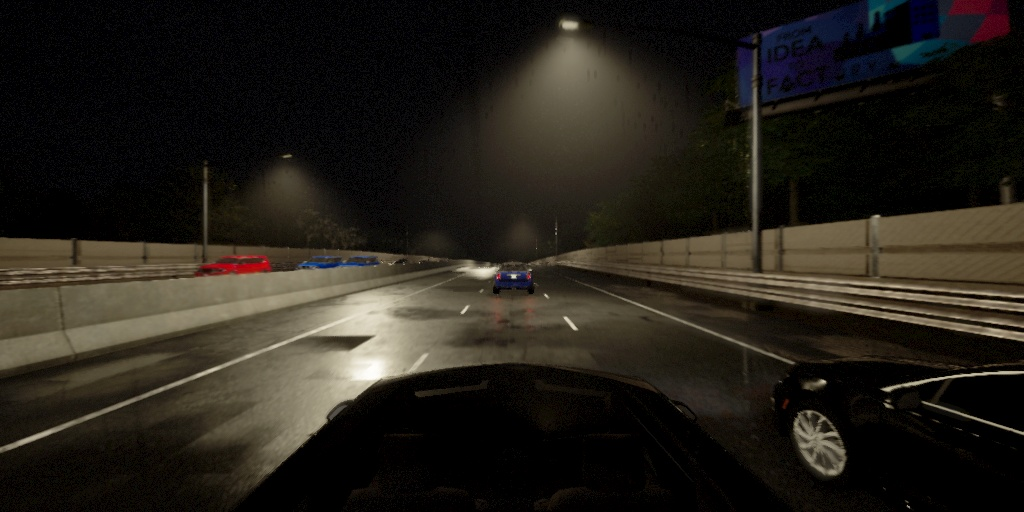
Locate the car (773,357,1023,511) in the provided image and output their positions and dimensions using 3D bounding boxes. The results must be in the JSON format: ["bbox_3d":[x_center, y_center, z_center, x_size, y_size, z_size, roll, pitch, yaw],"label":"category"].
[{"bbox_3d":[3.601,1.255,1.693,1.837,1.490,4.892,0,0,0],"label":"car"}]

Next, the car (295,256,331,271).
[{"bbox_3d":[-17.590,1.013,33.252,2.150,2.045,5.566,0,0,0],"label":"car"}]

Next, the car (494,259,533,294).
[{"bbox_3d":[0.088,1.129,20.716,2.097,1.767,4.553,0,0,0],"label":"car"}]

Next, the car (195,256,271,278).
[{"bbox_3d":[-21.105,1.004,27.490,2.150,2.045,5.566,0,0,0],"label":"car"}]

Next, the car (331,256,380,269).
[{"bbox_3d":[-14.093,1.014,33.294,2.150,2.045,5.566,0,0,0],"label":"car"}]
